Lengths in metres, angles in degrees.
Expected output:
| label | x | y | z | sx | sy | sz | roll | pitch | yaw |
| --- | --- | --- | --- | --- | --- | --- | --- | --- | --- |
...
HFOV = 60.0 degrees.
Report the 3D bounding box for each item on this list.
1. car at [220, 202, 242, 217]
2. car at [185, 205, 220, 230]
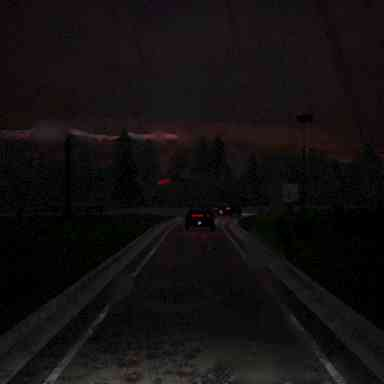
| label | x | y | z | sx | sy | sz | roll | pitch | yaw |
| --- | --- | --- | --- | --- | --- | --- | --- | --- | --- |
| car | 3.860 | 1.835 | 35.361 | 1.812 | 1.442 | 4.674 | 0 | -1 | 25 |
| car | 0.608 | 1.683 | 22.471 | 2.128 | 1.511 | 4.902 | 0 | -1 | 4 |
